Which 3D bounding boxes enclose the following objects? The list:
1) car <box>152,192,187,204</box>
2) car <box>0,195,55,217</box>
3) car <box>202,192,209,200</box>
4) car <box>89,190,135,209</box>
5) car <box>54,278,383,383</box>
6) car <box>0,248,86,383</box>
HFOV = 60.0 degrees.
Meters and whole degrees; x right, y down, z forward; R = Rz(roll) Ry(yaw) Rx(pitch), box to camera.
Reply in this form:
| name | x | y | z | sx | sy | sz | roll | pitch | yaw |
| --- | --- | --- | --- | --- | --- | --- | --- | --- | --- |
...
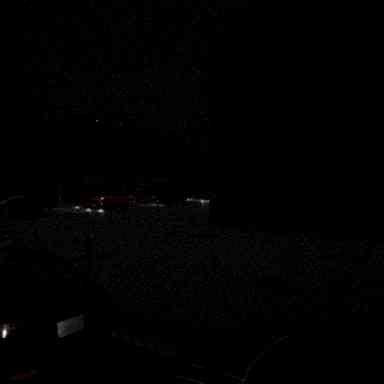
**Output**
| name | x | y | z | sx | sy | sz | roll | pitch | yaw |
| --- | --- | --- | --- | --- | --- | --- | --- | --- | --- |
| car | -2.655 | 0.662 | 40.171 | 1.895 | 1.301 | 4.718 | 1 | 2 | 35 |
| car | -13.071 | 0.994 | 25.563 | 1.837 | 1.490 | 4.892 | 1 | 2 | 35 |
| car | 3.335 | 0.353 | 48.532 | 1.812 | 1.442 | 4.674 | 1 | 2 | 37 |
| car | -7.872 | 0.625 | 32.851 | 2.097 | 1.767 | 4.553 | 1 | 2 | 35 |
| car | 1.335 | 1.441 | 1.844 | 4.097 | 1.590 | 1.967 | 0 | 1 | 36 |
| car | -3.062 | 1.540 | 4.983 | 4.313 | 1.339 | 1.947 | 0 | 1 | 36 |
